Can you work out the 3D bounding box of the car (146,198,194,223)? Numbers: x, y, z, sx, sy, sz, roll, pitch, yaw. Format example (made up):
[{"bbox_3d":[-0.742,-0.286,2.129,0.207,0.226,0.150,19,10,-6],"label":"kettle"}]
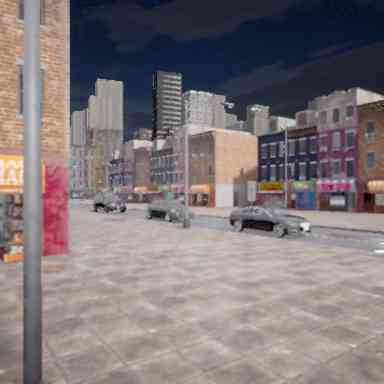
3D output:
[{"bbox_3d":[-1.780,1.385,26.341,2.097,1.767,4.553,0,0,-35],"label":"car"}]

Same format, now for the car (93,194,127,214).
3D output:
[{"bbox_3d":[-9.252,1.290,36.951,2.150,2.045,5.566,0,0,-35],"label":"car"}]

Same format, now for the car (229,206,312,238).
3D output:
[{"bbox_3d":[4.096,1.508,18.016,2.128,1.511,4.902,0,0,-35],"label":"car"}]
